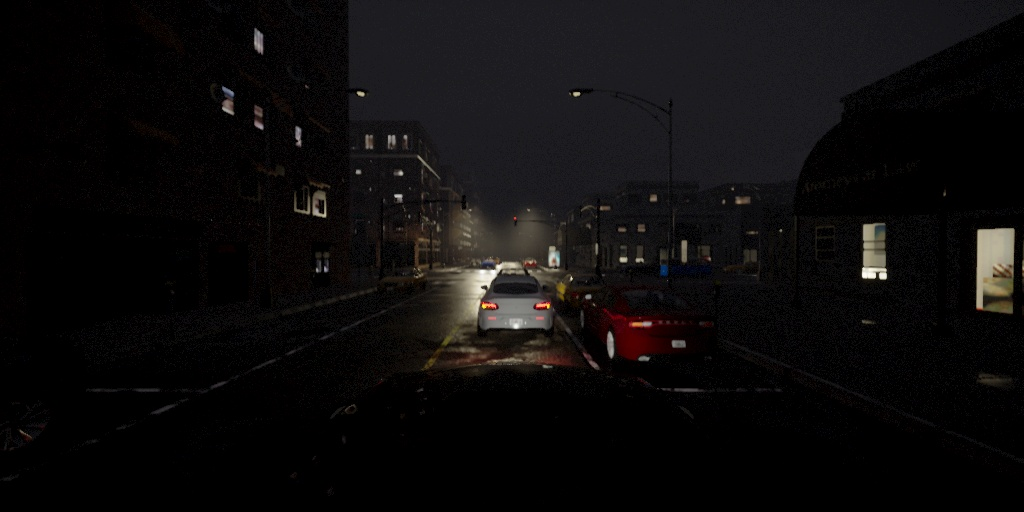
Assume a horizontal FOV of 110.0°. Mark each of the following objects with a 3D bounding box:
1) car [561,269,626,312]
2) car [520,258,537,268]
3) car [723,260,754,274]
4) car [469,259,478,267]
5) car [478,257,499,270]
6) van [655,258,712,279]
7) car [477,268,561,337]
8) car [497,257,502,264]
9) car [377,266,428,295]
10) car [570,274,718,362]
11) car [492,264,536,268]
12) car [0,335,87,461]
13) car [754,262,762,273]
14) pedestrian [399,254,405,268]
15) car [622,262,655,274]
[{"bbox_3d":[2.667,1.228,13.854,1.751,1.417,4.829,0,0,0],"label":"car"},{"bbox_3d":[2.593,1.012,51.852,1.967,1.591,4.097,0,0,0],"label":"car"},{"bbox_3d":[25.413,1.172,38.656,4.829,1.417,1.751,0,0,-1],"label":"car"},{"bbox_3d":[-5.799,1.106,57.520,2.007,1.370,4.403,0,0,0],"label":"car"},{"bbox_3d":[-3.186,1.181,49.139,1.895,1.301,4.718,0,0,0],"label":"car"},{"bbox_3d":[14.600,1.050,30.174,3.998,1.789,1.690,0,0,-1],"label":"van"},{"bbox_3d":[0.084,1.243,9.998,1.812,1.442,4.674,0,0,0],"label":"car"},{"bbox_3d":[-3.157,1.014,64.605,1.882,1.535,5.008,0,0,0],"label":"car"},{"bbox_3d":[-5.725,1.207,19.199,1.751,1.417,4.829,0,0,0],"label":"car"},{"bbox_3d":[2.678,1.270,7.987,1.888,1.381,4.507,0,0,0],"label":"car"},{"bbox_3d":[0.076,1.283,19.109,1.895,1.301,4.718,0,0,0],"label":"car"},{"bbox_3d":[-5.692,1.313,2.279,1.948,1.339,4.313,0,0,0],"label":"car"},{"bbox_3d":[27.343,1.244,36.075,4.181,1.385,1.994,0,1,-1],"label":"car"},{"bbox_3d":[-12.707,0.672,41.231,0.375,1.860,0.375,0,1,-1],"label":"pedestrian"},{"bbox_3d":[13.424,1.244,35.948,4.718,1.301,1.895,0,1,-1],"label":"car"}]
